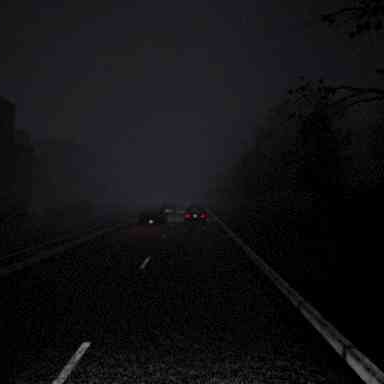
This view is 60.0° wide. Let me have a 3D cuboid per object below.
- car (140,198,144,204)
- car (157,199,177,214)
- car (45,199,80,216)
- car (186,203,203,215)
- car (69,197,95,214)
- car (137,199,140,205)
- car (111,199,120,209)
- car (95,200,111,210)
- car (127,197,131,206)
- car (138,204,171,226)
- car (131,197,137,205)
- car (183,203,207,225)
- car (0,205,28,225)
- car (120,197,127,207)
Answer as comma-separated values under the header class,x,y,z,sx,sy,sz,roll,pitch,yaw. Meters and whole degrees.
class,x,y,z,sx,sy,sz,roll,pitch,yaw
car,-14.784,2.481,87.174,2.231,1.521,4.892,0,-1,0
car,-2.918,2.006,42.429,2.128,1.511,4.902,0,-1,0
car,-14.846,1.865,37.453,2.231,1.521,4.892,0,-1,0
car,0.331,2.082,42.423,1.994,1.385,4.181,0,-1,0
car,-14.839,1.681,42.945,2.435,2.045,5.566,0,-1,0
car,-14.793,2.412,81.649,2.231,1.521,4.892,0,-1,0
car,-14.819,2.131,59.234,1.946,1.575,5.366,0,-1,0
car,-14.883,2.050,52.363,2.231,1.521,4.892,0,-1,1
car,-14.805,2.267,70.283,1.946,1.575,5.366,0,-1,0
car,-3.007,1.923,26.703,1.895,1.301,4.718,0,-1,0
car,-14.798,2.090,75.968,2.435,2.045,5.566,0,-1,0
car,0.246,1.884,27.488,2.033,1.411,5.357,0,-1,0
car,-14.864,1.756,26.365,2.163,1.488,4.792,0,-1,0
car,-14.812,2.079,64.977,2.185,1.767,4.553,0,-1,0
